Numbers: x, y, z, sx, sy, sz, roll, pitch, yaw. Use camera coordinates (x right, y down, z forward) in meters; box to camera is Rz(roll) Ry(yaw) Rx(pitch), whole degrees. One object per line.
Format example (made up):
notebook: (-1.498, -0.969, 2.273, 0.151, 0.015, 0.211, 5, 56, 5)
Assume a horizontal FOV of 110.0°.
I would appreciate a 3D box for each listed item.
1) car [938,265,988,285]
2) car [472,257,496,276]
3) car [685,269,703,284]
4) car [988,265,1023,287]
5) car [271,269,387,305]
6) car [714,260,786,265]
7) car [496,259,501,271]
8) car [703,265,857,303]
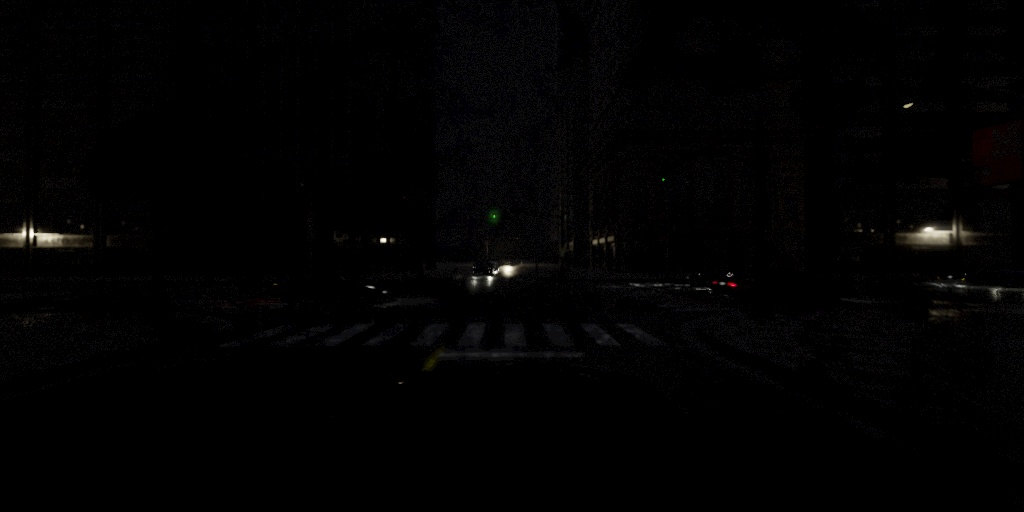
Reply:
car: (33.451, 1.314, 25.721, 4.181, 1.385, 1.994, 0, -1, 0)
car: (-3.191, 1.244, 39.490, 2.097, 1.767, 4.553, 0, 0, 0)
car: (15.022, 1.287, 25.640, 4.902, 1.511, 2.128, 0, -1, 0)
car: (33.760, 1.195, 22.474, 5.008, 1.535, 1.882, 0, -1, 0)
car: (-7.913, 1.306, 15.680, 4.674, 1.442, 1.812, 0, -1, 0)
car: (14.991, 1.117, 22.388, 4.553, 1.767, 2.097, 0, -1, 0)
car: (-3.259, 1.186, 54.782, 2.150, 2.045, 5.566, 0, 0, 0)
car: (11.741, 1.256, 15.776, 5.357, 1.411, 2.033, 0, -1, 0)
